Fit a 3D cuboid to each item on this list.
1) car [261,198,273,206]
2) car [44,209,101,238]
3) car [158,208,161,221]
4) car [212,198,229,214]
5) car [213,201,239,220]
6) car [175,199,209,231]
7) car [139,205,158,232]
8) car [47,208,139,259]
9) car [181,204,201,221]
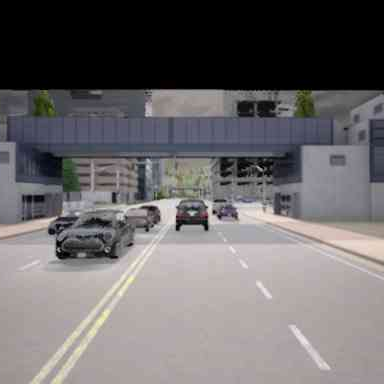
[{"bbox_3d":[16.334,2.058,72.492,1.932,1.855,4.605,0,-1,0],"label":"car"},{"bbox_3d":[-7.099,1.824,20.253,1.994,1.385,4.181,0,-1,0],"label":"car"},{"bbox_3d":[-3.663,1.862,28.210,1.837,1.490,4.892,0,-1,0],"label":"car"},{"bbox_3d":[3.822,1.755,42.439,2.150,2.045,5.566,0,-1,10],"label":"car"},{"bbox_3d":[3.440,1.938,32.824,1.812,1.442,4.674,0,-1,0],"label":"car"},{"bbox_3d":[0.008,1.514,23.116,2.150,2.045,5.566,0,-1,0],"label":"car"},{"bbox_3d":[-3.588,1.811,22.430,1.812,1.442,4.674,0,-1,0],"label":"car"},{"bbox_3d":[-3.646,1.521,13.232,2.097,1.767,4.553,0,-1,0],"label":"car"},{"bbox_3d":[-0.056,1.939,32.812,1.812,1.442,4.674,0,-1,0],"label":"car"}]
